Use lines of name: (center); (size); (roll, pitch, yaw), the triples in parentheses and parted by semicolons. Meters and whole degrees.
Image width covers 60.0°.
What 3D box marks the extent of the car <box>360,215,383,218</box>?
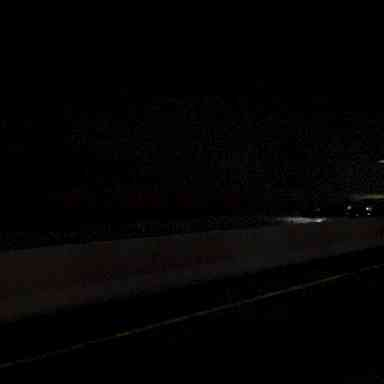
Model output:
car: (14.812, 1.289, 27.723); (4.553, 1.767, 2.097); (0, 0, -39)
